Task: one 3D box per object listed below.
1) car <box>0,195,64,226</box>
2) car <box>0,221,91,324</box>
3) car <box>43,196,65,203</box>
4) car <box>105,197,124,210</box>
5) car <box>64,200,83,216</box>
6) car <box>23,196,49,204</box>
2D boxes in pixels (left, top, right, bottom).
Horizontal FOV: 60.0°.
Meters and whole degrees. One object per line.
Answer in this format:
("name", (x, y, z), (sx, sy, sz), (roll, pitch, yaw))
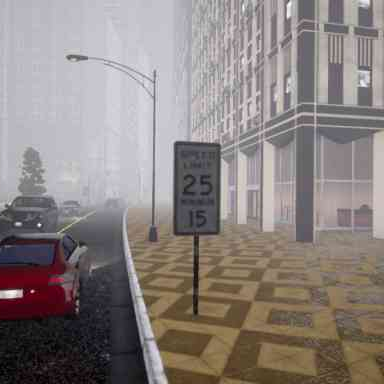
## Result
("car", (-9.072, 1.199, 18.948), (2.150, 2.045, 5.566), (1, 0, -12))
("car", (-3.290, 1.567, 7.152), (1.994, 1.385, 4.181), (1, 0, -13))
("car", (-32.174, 1.710, 77.575), (4.403, 1.369, 2.008), (0, 1, 1))
("car", (-10.492, 1.528, 44.206), (1.837, 1.490, 4.892), (1, 0, -9))
("car", (-11.611, 1.512, 31.956), (1.812, 1.442, 4.674), (1, 0, -10))
("car", (-32.388, 1.655, 69.198), (4.403, 1.369, 2.008), (0, 1, 1))
